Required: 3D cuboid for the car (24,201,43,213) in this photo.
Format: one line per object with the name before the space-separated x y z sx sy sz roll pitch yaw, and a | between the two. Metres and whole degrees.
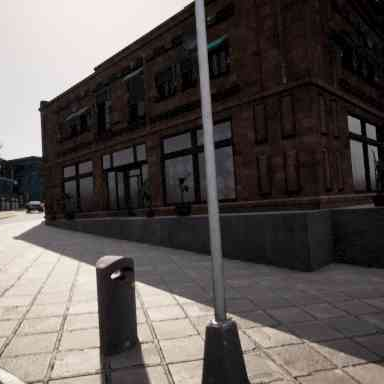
car | -21.752 2.071 45.605 1.837 1.490 4.892 -1 -1 -33
